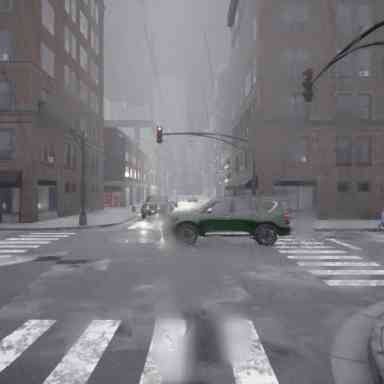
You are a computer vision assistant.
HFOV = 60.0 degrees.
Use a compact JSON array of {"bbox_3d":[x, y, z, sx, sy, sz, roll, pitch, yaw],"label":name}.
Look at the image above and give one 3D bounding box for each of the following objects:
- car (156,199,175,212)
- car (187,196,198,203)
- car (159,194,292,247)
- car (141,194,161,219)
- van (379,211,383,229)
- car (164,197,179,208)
[{"bbox_3d":[-3.087,1.545,39.461,1.812,1.442,4.674,0,0,0],"label":"car"},{"bbox_3d":[0.130,1.519,70.034,2.128,1.511,4.902,0,0,0],"label":"car"},{"bbox_3d":[1.549,1.229,14.716,5.566,2.045,2.150,0,0,0],"label":"car"},{"bbox_3d":[-3.075,1.236,29.788,2.150,2.045,5.566,0,0,2],"label":"car"},{"bbox_3d":[12.062,1.358,17.401,3.998,1.788,1.690,0,0,0],"label":"van"},{"bbox_3d":[-3.067,1.501,49.732,1.882,1.535,5.008,0,0,0],"label":"car"}]
